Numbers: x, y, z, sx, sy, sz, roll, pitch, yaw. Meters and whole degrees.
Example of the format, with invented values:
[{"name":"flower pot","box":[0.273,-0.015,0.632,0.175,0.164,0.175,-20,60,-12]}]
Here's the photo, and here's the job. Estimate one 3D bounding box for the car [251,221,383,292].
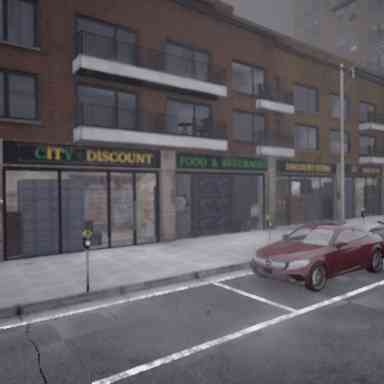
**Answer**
[{"name":"car","box":[3.390,1.472,8.595,4.206,1.307,1.802,-1,1,-35]}]
